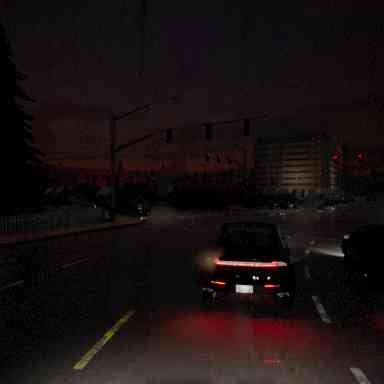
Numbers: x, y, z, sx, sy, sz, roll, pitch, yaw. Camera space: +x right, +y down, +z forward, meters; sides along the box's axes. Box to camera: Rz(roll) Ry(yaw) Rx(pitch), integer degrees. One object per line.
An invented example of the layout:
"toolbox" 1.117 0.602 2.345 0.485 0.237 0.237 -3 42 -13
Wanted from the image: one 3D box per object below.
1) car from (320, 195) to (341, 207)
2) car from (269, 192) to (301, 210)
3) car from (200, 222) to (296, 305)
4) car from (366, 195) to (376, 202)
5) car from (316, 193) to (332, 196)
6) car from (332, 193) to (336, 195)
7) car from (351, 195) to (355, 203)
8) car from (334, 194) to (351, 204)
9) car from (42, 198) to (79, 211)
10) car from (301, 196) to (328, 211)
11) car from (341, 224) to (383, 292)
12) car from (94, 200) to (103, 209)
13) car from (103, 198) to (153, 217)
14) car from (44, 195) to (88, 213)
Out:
"car" 21.034 1.601 50.861 1.895 1.301 4.718 0 0 32
"car" 11.850 1.224 42.927 2.150 2.045 5.566 0 0 36
"car" 1.436 1.492 8.223 2.128 1.511 4.902 0 0 12
"car" 42.727 1.525 79.294 2.128 1.511 4.902 0 0 32
"car" 24.504 1.221 63.047 2.150 2.045 5.566 0 0 32
"car" 29.961 1.225 71.894 2.150 2.045 5.566 0 0 32
"car" 32.991 1.355 70.141 2.097 1.767 4.553 0 0 32
"car" 27.575 1.601 61.367 1.895 1.301 4.718 0 0 32
"car" -17.098 1.533 43.116 5.008 1.535 1.882 0 0 32
"car" 15.334 1.526 41.505 1.812 1.442 4.674 0 0 31
"car" 5.188 1.547 8.593 2.033 1.411 5.357 0 0 16
"car" -9.057 1.547 38.087 4.902 1.511 2.128 0 0 32
"car" -5.962 1.407 32.022 4.553 1.767 2.097 0 0 32
"car" -14.090 1.277 37.100 5.566 2.045 2.150 0 0 32
